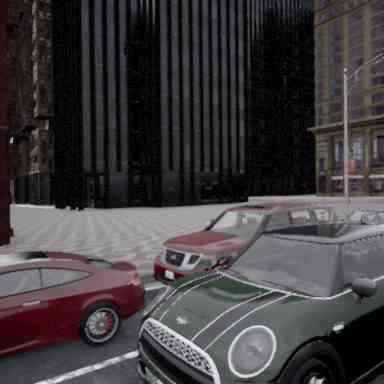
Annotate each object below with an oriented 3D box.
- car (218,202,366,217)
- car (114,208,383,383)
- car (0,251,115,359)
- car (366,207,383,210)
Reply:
[{"bbox_3d":[1.618,1.213,7.800,5.009,1.841,2.192,-1,1,-35],"label":"car"},{"bbox_3d":[1.566,1.284,4.494,4.553,1.767,2.097,-1,1,-35],"label":"car"},{"bbox_3d":[-2.693,1.574,4.726,4.206,1.307,1.802,-1,1,-35],"label":"car"},{"bbox_3d":[5.936,1.239,10.878,4.097,1.590,1.967,-1,1,-35],"label":"car"}]
